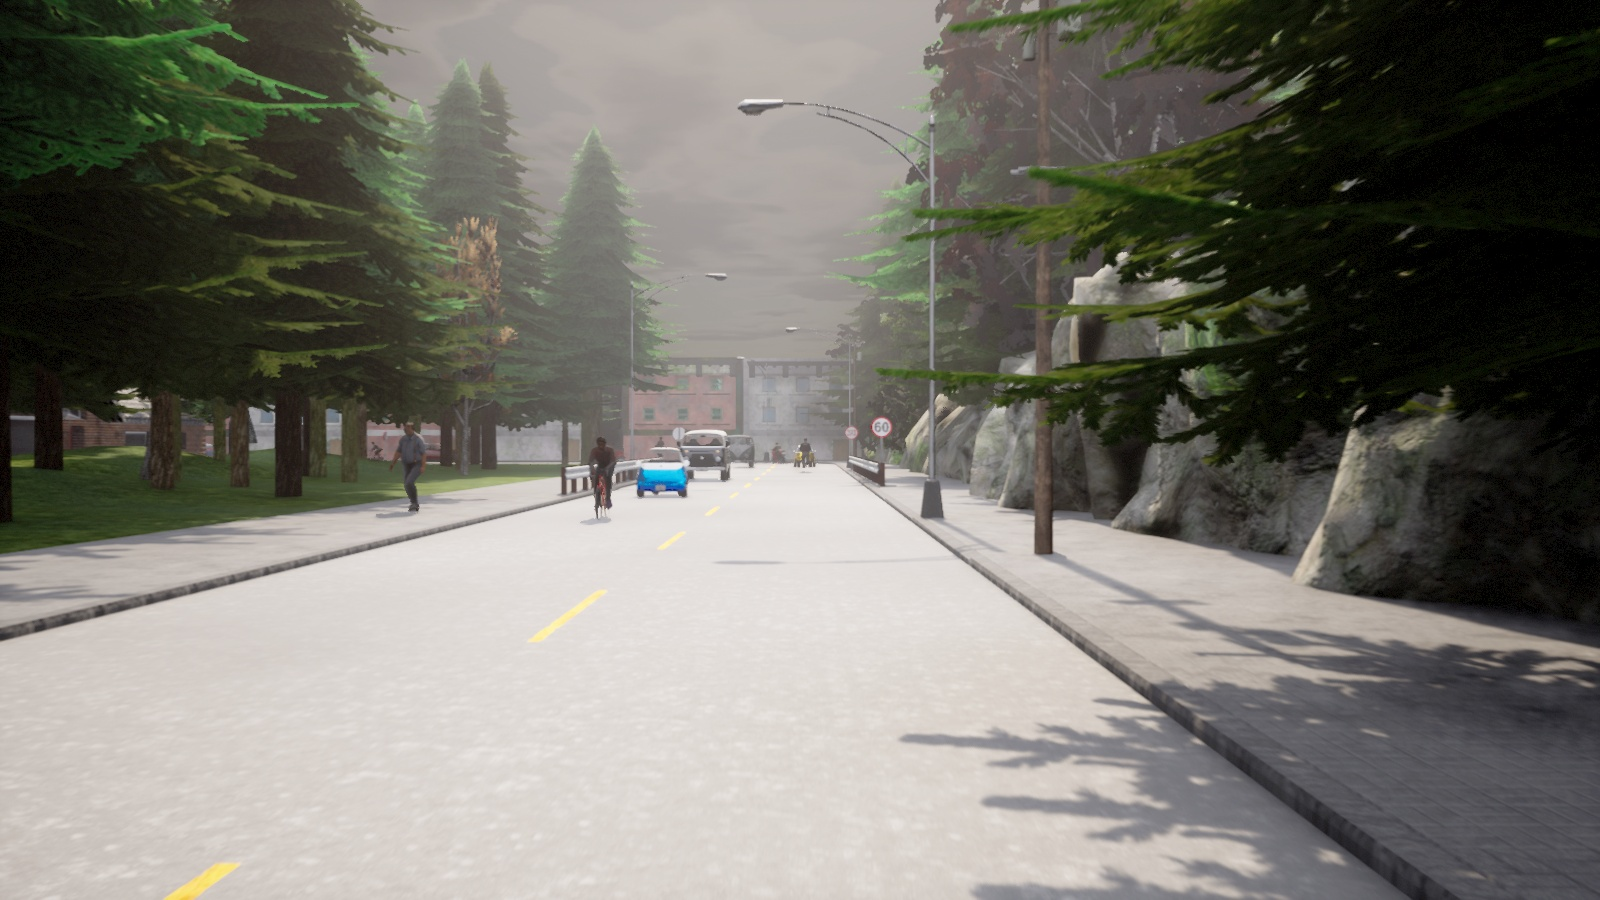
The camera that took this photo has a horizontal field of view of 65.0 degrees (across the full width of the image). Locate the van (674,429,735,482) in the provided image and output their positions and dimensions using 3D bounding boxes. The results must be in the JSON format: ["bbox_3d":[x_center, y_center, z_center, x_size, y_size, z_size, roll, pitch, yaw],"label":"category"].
[{"bbox_3d":[-3.747,0.184,49.969,2.069,2.038,4.480,0,1,0],"label":"van"}]

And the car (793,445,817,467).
[{"bbox_3d":[0.295,0.359,78.567,1.481,1.376,2.207,0,1,0],"label":"car"}]

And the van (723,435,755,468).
[{"bbox_3d":[-3.705,0.065,76.582,1.775,1.987,4.442,0,0,0],"label":"van"}]

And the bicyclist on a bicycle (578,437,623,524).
[{"bbox_3d":[-3.845,0.559,24.295,0.582,1.620,1.656,0,1,0],"label":"bicyclist on a bicycle"}]

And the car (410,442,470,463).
[{"bbox_3d":[-26.139,0.177,91.253,3.806,1.475,1.970,0,0,0],"label":"car"}]

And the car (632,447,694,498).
[{"bbox_3d":[-3.786,0.601,34.990,1.481,1.376,2.207,0,0,0],"label":"car"}]

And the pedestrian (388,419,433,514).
[{"bbox_3d":[-7.692,0.310,24.819,0.540,1.848,0.694,0,0,18],"label":"pedestrian"}]
